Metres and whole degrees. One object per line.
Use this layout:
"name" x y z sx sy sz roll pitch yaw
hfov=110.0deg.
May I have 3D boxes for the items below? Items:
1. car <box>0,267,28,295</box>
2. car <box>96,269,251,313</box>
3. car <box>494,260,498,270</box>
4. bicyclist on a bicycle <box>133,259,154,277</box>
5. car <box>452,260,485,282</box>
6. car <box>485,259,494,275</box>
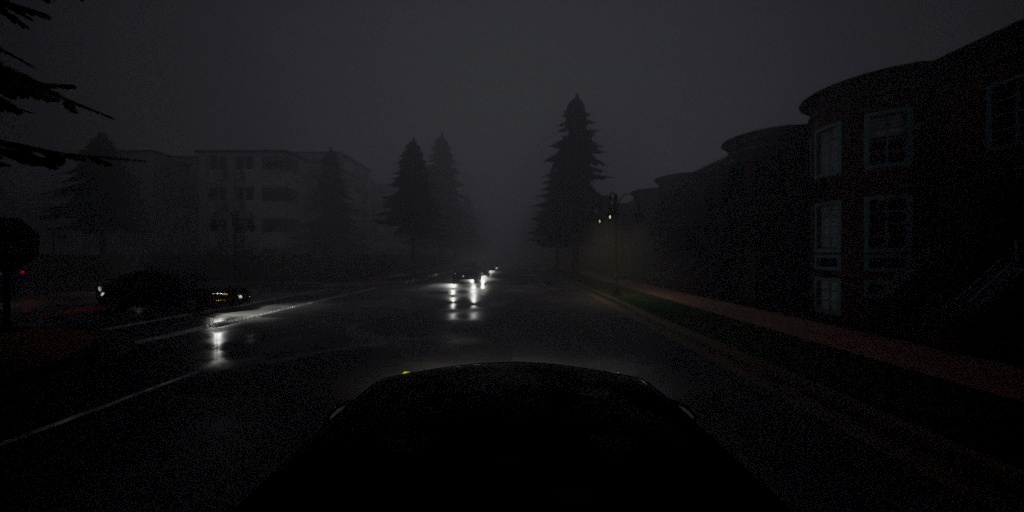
"car" -27.212 0.960 17.355 5.566 2.045 2.150 0 0 1
"car" -12.473 1.252 13.368 4.892 1.490 1.837 0 0 2
"car" -3.328 1.219 47.897 1.994 1.385 4.181 0 0 0
"bicyclist on a bicycle" -23.152 1.029 22.567 0.582 1.620 1.656 0 0 1
"car" -3.448 1.201 27.926 1.837 1.490 4.892 0 0 0
"car" -3.396 1.167 37.432 2.128 1.511 4.902 0 0 0
